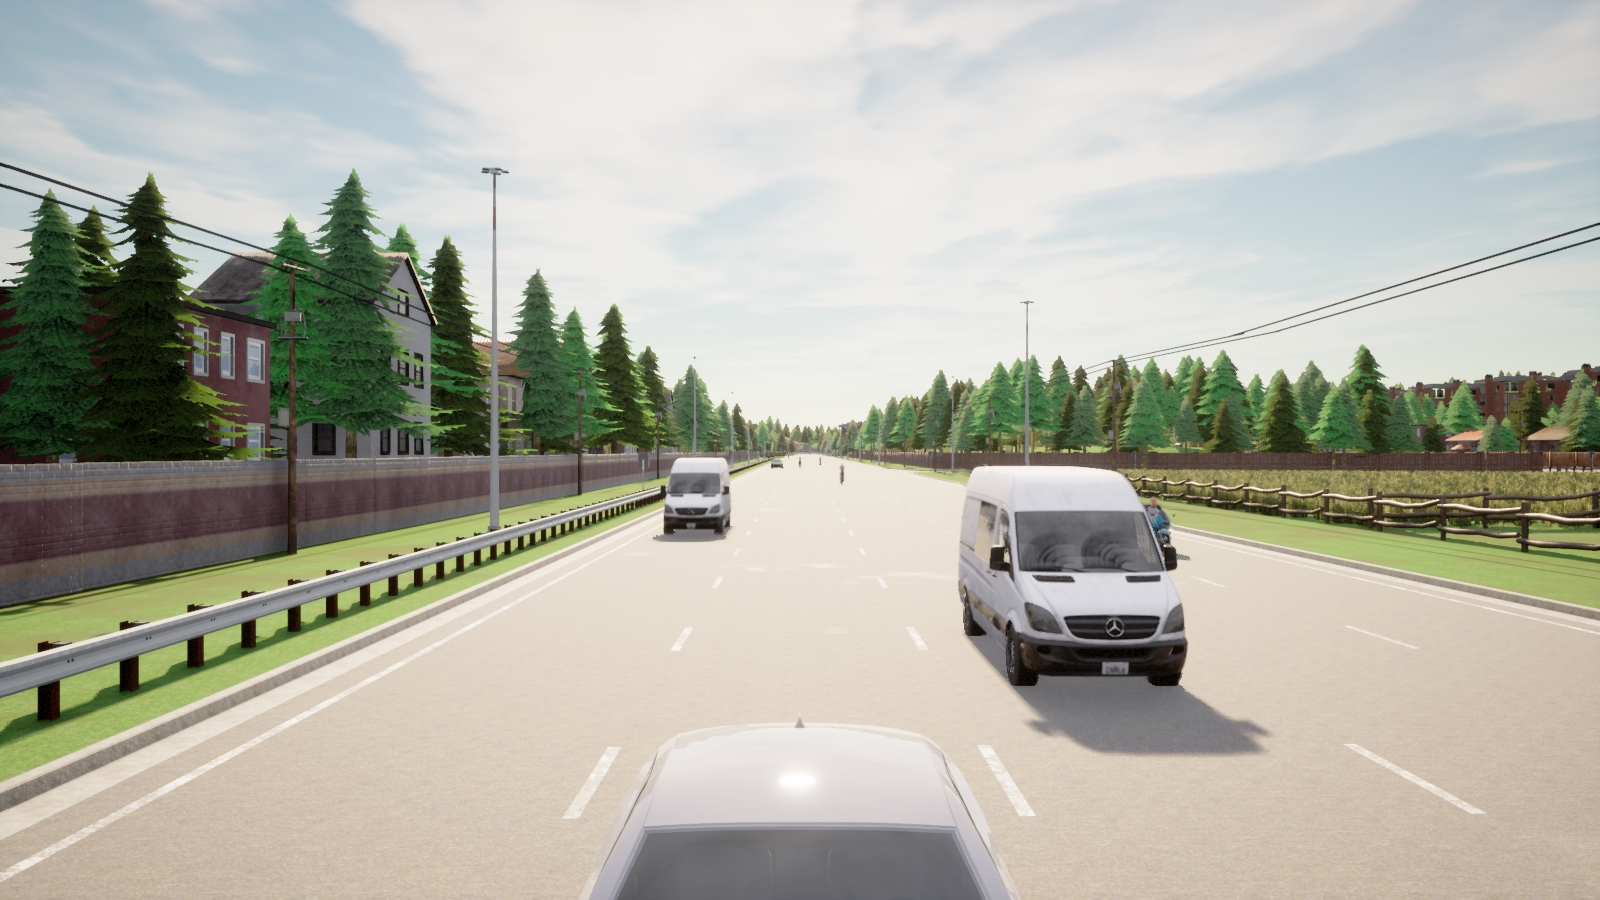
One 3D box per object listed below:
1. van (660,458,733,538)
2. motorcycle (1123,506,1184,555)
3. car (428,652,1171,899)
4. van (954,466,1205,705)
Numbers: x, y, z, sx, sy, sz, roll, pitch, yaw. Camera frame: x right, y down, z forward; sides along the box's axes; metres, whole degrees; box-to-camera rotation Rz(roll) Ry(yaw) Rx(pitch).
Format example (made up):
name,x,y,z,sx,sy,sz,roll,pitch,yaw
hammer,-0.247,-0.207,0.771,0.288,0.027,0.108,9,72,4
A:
name,x,y,z,sx,sy,sz,roll,pitch,yaw
van,-3.510,1.561,39.733,1.988,2.561,5.915,0,0,0
motorcycle,9.762,2.207,31.629,0.803,1.199,2.033,0,0,-9
car,-0.001,2.038,4.684,2.097,1.535,5.006,0,0,0
van,3.493,1.545,15.618,1.988,2.561,5.915,0,0,0
